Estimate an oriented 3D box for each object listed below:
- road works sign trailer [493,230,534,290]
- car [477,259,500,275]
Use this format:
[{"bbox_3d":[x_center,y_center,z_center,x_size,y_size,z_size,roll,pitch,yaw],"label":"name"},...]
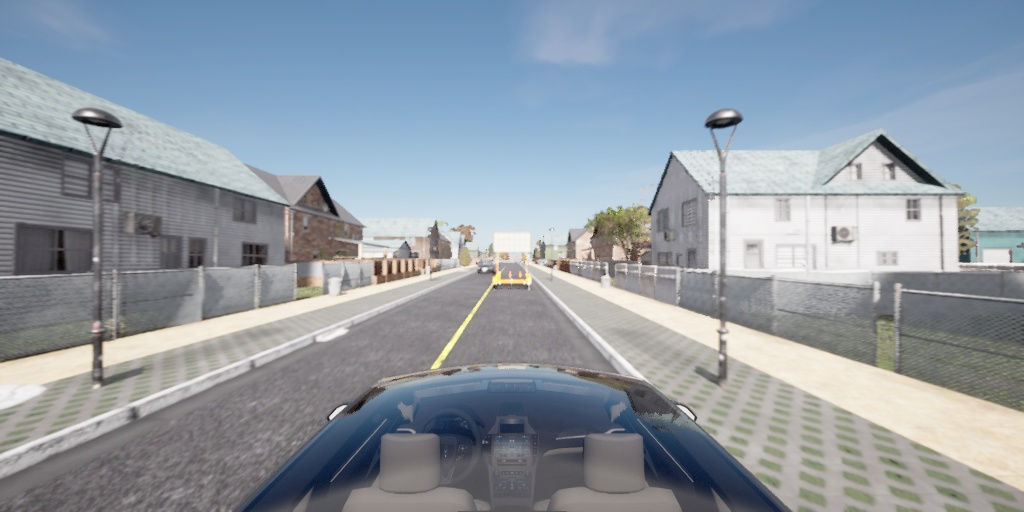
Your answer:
[{"bbox_3d":[0.007,0.215,22.182,2.380,3.560,2.880,0,0,0],"label":"road works sign trailer"},{"bbox_3d":[-2.844,1.268,40.086,2.128,1.511,4.902,0,0,0],"label":"car"}]
